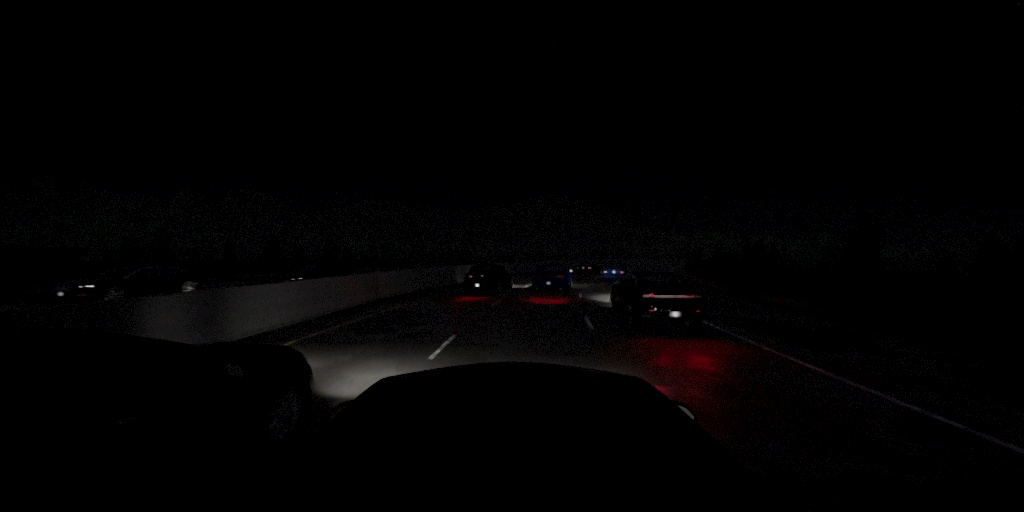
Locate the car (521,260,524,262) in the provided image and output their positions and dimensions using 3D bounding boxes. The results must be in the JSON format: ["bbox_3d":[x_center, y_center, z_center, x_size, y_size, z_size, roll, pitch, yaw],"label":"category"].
[{"bbox_3d":[0.477,1.178,60.401,1.895,1.301,4.718,0,0,34],"label":"car"}]

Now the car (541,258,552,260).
[{"bbox_3d":[5.595,1.124,61.654,2.128,1.511,4.902,0,0,36],"label":"car"}]

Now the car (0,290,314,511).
[{"bbox_3d":[-3.274,1.241,2.276,1.837,1.490,4.892,0,0,1],"label":"car"}]

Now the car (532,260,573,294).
[{"bbox_3d":[2.339,1.181,20.208,1.882,1.535,5.008,0,0,12],"label":"car"}]

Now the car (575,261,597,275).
[{"bbox_3d":[8.089,1.216,37.717,2.033,1.411,5.357,1,1,24],"label":"car"}]

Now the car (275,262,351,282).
[{"bbox_3d":[-11.821,1.150,21.704,1.837,1.490,4.892,0,0,12],"label":"car"}]

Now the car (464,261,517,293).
[{"bbox_3d":[-1.235,1.195,20.191,1.837,1.490,4.892,0,0,12],"label":"car"}]

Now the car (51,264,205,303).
[{"bbox_3d":[-16.391,1.137,15.728,2.128,1.511,4.902,0,0,8],"label":"car"}]

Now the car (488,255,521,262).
[{"bbox_3d":[-1.367,0.846,42.612,2.150,2.045,5.566,0,0,25],"label":"car"}]

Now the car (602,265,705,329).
[{"bbox_3d":[4.362,1.230,11.351,2.128,1.511,4.902,0,0,7],"label":"car"}]

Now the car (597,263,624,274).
[{"bbox_3d":[8.449,1.247,29.217,2.033,1.411,5.357,0,0,19],"label":"car"}]
